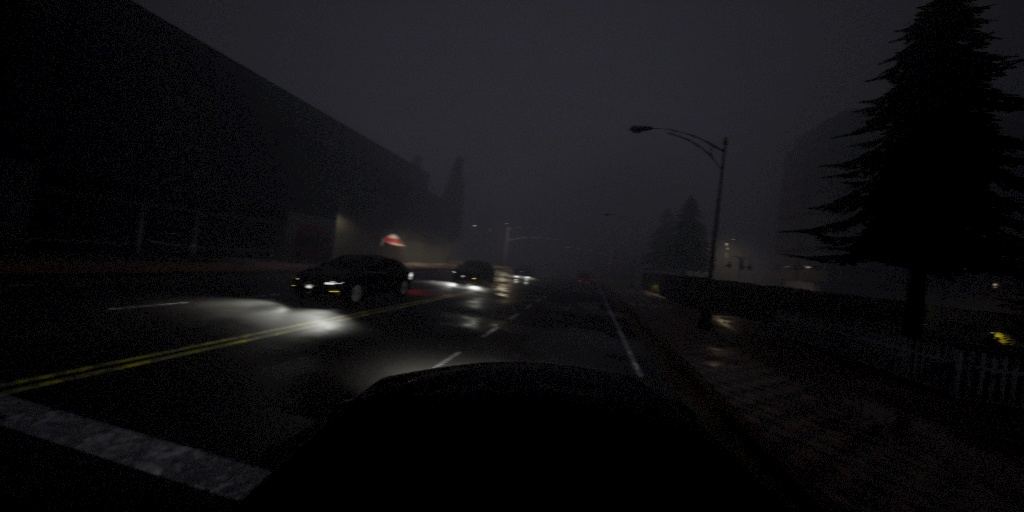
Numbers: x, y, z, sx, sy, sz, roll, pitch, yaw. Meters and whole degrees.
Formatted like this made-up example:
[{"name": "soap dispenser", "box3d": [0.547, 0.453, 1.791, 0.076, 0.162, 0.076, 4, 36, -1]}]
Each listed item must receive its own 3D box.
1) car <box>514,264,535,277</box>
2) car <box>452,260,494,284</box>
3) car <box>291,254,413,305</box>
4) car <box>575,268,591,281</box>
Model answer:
[{"name": "car", "box3d": [1.564, 1.713, 43.711, 1.994, 1.385, 4.181, 7, 0, 12]}, {"name": "car", "box3d": [-2.558, 1.067, 24.946, 1.837, 1.490, 4.892, 7, 1, 12]}, {"name": "car", "box3d": [-5.230, 0.693, 12.526, 1.837, 1.490, 4.892, 7, 0, 12]}, {"name": "car", "box3d": [10.701, 2.866, 53.120, 1.895, 1.301, 4.718, 7, 0, 12]}]
